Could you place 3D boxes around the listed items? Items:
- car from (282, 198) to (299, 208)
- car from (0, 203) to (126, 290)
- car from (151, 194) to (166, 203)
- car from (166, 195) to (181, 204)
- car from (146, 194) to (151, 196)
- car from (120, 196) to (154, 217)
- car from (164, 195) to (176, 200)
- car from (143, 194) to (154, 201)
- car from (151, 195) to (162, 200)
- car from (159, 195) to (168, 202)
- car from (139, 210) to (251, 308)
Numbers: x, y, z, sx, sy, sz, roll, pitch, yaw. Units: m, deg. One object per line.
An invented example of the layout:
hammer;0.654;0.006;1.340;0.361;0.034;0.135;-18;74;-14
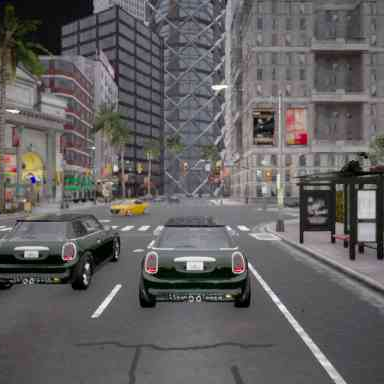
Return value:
car;15.626;1.546;47.106;5.357;1.411;2.033;0;0;0
car;-3.427;1.352;9.247;2.097;1.767;4.553;0;0;0
car;-6.981;1.525;70.499;2.128;1.511;4.902;0;0;0
car;-3.353;1.352;65.239;2.097;1.767;4.553;0;0;0
car;-10.481;1.595;70.455;1.895;1.301;4.718;0;0;0
car;-5.914;1.478;31.499;1.882;1.535;5.008;-1;0;21
car;-6.011;1.540;91.213;2.033;1.411;5.357;0;0;10
car;-10.475;1.355;80.750;2.097;1.767;4.553;0;0;0
car;-9.632;1.595;90.920;1.895;1.301;4.718;0;0;10
car;-6.976;1.524;80.676;1.812;1.442;4.674;0;0;0
car;0.066;1.352;8.104;2.097;1.767;4.553;0;0;0
